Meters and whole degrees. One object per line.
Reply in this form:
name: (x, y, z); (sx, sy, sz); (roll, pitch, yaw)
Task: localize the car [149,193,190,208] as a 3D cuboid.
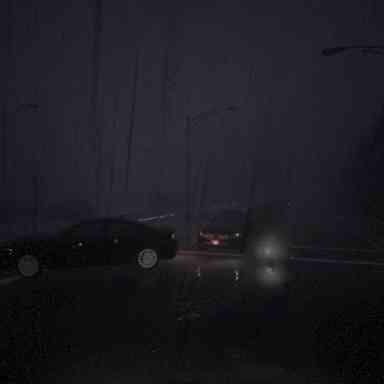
car: (-3.018, 1.072, 41.788); (4.605, 1.855, 1.932); (0, 0, 18)

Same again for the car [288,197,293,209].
car: (12.483, 1.479, 44.748); (1.837, 1.490, 4.892); (0, 0, 19)

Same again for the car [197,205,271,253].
car: (1.794, 1.513, 13.916); (1.812, 1.442, 4.674); (0, 0, 24)

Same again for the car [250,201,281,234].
car: (3.934, 1.489, 19.327); (1.837, 1.490, 4.892); (0, 0, 19)

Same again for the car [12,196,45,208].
car: (-21.752, 1.271, 44.273); (3.633, 1.501, 1.845); (0, 0, 18)

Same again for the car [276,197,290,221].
car: (6.570, 1.473, 27.152); (2.128, 1.511, 4.902); (0, 0, 19)

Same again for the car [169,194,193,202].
car: (-2.187, 1.253, 68.705); (4.514, 1.523, 2.007); (0, 0, 18)

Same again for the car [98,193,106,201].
car: (-20.299, 1.010, 70.935); (3.866, 1.878, 1.905); (0, 0, 18)

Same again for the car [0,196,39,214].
car: (-15.152, 1.354, 29.404); (3.806, 1.475, 1.970); (0, 0, 18)

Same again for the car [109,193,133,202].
car: (-13.887, 1.042, 65.314); (4.605, 1.855, 1.932); (0, 0, 18)

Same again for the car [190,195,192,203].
car: (-2.484, 1.050, 44.674); (3.866, 1.878, 1.905); (0, 0, 18)

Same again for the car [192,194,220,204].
car: (1.591, 1.122, 56.802); (5.027, 1.636, 2.152); (0, 0, 18)

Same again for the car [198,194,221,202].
car: (3.328, 1.198, 62.988); (3.806, 1.475, 1.970); (0, 0, 18)

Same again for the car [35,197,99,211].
car: (-9.067, 1.354, 24.216); (3.633, 1.501, 1.845); (0, 0, 18)

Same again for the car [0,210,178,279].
car: (-2.920, 1.475, 9.917); (5.008, 1.535, 1.882); (0, 0, -19)

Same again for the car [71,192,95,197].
car: (-18.529, 1.246, 53.732); (4.514, 1.523, 2.007); (0, 0, 18)

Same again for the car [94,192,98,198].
car: (-21.937, 1.294, 67.978); (3.806, 1.475, 1.970); (0, 0, 18)
